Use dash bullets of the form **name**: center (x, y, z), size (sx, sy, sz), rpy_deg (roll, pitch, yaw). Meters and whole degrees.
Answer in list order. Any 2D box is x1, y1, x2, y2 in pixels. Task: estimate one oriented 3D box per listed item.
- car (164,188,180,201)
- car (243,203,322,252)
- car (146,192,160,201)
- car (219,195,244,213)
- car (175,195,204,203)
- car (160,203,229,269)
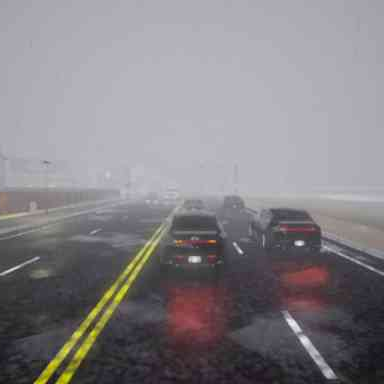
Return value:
- **car**: center (-3.122, 0.356, 52.629), size (2.150, 2.045, 5.566), rpy_deg (0, 1, 1)
- **car**: center (3.363, 1.288, 12.754), size (1.837, 1.490, 4.892), rpy_deg (0, 1, 1)
- **car**: center (-6.345, 0.646, 54.798), size (2.033, 1.411, 5.357), rpy_deg (0, 1, 1)
- **car**: center (3.428, 0.988, 29.120), size (1.882, 1.535, 5.008), rpy_deg (0, 1, 0)
- **car**: center (0.125, 1.144, 23.893), size (2.033, 1.411, 5.357), rpy_deg (0, 1, 1)
- **car**: center (0.092, 1.326, 10.460), size (1.837, 1.490, 4.892), rpy_deg (0, 1, 1)
